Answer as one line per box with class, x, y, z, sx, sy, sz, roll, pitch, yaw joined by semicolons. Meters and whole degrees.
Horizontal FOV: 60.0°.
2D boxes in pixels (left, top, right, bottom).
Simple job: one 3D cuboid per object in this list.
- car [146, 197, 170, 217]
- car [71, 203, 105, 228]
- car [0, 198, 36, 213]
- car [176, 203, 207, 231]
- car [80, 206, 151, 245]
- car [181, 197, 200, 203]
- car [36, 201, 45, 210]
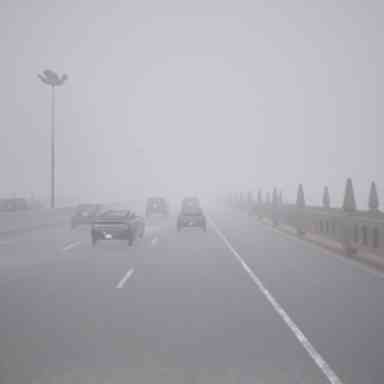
car;-3.618;1.555;35.428;2.150;2.045;5.566;0;-1;0
car;-7.046;1.582;24.097;2.097;1.767;4.553;0;-1;0
car;-14.239;1.463;24.828;2.150;2.045;5.566;0;0;0
car;-0.032;1.699;22.115;2.128;1.511;4.902;0;0;0
car;-3.497;1.647;16.314;2.128;1.511;4.902;0;-1;0
car;-0.152;1.601;40.964;2.150;2.045;5.566;0;-1;0
car;-17.732;1.699;35.953;2.097;1.767;4.553;0;0;0
